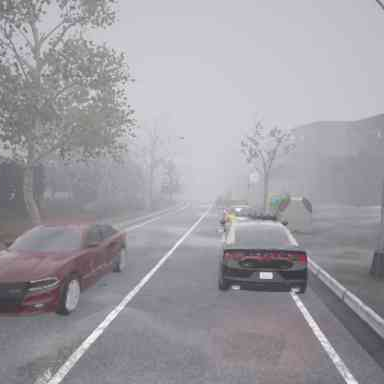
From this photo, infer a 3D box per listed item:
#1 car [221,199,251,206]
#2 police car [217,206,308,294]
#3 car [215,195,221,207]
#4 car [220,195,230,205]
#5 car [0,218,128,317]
[{"bbox_3d":[2.772,1.406,19.117,1.801,1.575,5.366,1,0,6],"label":"car"},{"bbox_3d":[1.717,1.414,9.045,1.930,1.638,5.238,1,0,6],"label":"police car"},{"bbox_3d":[4.466,1.166,48.046,2.097,1.767,4.553,0,0,3],"label":"car"},{"bbox_3d":[3.377,1.278,24.892,2.097,1.767,4.553,1,0,6],"label":"car"},{"bbox_3d":[-2.943,1.429,7.714,1.882,1.535,5.008,1,0,5],"label":"car"}]
